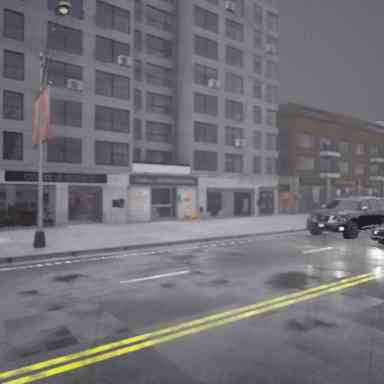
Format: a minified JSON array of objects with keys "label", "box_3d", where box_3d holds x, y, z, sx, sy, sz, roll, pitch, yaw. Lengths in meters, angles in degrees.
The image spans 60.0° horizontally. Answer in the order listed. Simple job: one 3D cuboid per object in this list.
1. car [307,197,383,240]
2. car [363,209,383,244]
[{"label":"car","box_3d":[8.519,1.280,17.745,5.566,2.045,2.150,0,0,-35]},{"label":"car","box_3d":[10.218,1.605,14.964,5.357,1.411,2.033,0,0,-35]}]
